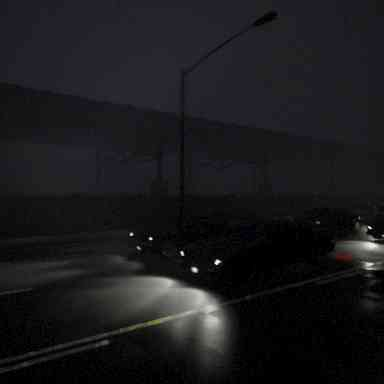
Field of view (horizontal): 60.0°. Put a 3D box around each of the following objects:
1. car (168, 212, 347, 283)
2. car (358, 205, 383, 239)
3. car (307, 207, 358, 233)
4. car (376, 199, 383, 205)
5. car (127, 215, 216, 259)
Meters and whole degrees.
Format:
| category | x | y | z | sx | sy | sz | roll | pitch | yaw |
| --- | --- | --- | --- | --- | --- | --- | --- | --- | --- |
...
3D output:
| category | x | y | z | sx | sy | sz | roll | pitch | yaw |
| --- | --- | --- | --- | --- | --- | --- | --- | --- | --- |
| car | 2.167 | 1.525 | 9.875 | 5.357 | 1.411 | 2.033 | 0 | 0 | -38 |
| car | 10.393 | 1.461 | 15.688 | 5.357 | 1.411 | 2.033 | -1 | 0 | -35 |
| car | 7.171 | 1.491 | 17.691 | 4.181 | 1.385 | 1.994 | 0 | 0 | -35 |
| car | 14.870 | 1.056 | 23.130 | 5.566 | 2.045 | 2.150 | -1 | 0 | -35 |
| car | -0.004 | 1.585 | 12.589 | 4.718 | 1.301 | 1.895 | 0 | 0 | -35 |
